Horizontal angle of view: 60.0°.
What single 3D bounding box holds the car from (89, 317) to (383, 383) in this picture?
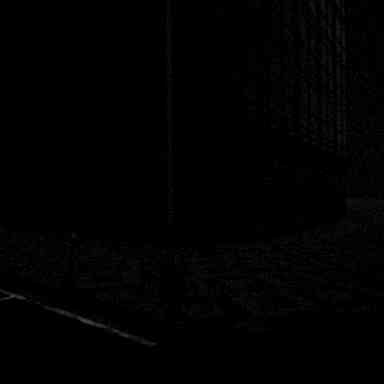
[{"bbox_3d":[1.103,1.566,2.070,4.313,1.339,1.947,0,-1,36],"label":"car"}]
